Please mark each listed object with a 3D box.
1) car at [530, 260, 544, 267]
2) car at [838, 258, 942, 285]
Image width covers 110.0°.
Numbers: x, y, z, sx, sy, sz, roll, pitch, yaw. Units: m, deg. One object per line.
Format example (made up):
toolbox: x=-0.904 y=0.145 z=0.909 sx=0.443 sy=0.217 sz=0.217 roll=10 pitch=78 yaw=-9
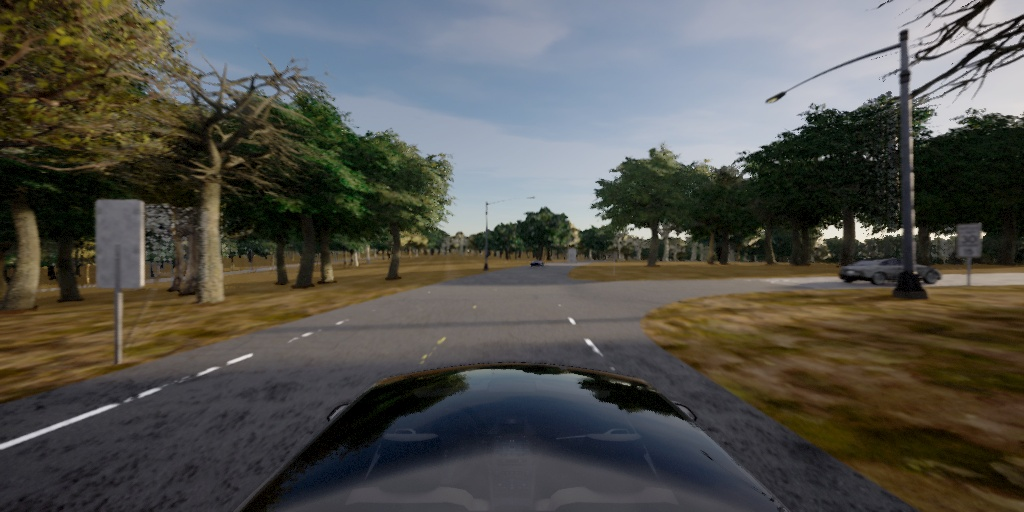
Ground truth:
car: x=4.537 y=1.350 z=65.271 sx=1.895 sy=1.301 sz=4.718 roll=0 pitch=1 yaw=15
car: x=20.347 y=0.793 z=19.419 sx=4.181 sy=1.385 sz=1.994 roll=-2 pitch=0 yaw=1
